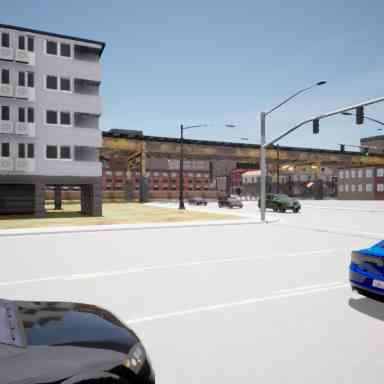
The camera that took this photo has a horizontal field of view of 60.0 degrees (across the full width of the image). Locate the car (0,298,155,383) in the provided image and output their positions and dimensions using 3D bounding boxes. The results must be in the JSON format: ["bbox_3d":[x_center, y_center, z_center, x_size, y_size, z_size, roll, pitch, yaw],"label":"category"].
[{"bbox_3d":[-2.418,1.564,2.758,4.181,1.385,1.994,0,0,-32],"label":"car"}]

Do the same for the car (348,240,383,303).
[{"bbox_3d":[5.560,1.478,6.910,5.008,1.535,1.882,0,0,-25],"label":"car"}]

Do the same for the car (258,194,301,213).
[{"bbox_3d":[9.651,1.222,37.283,2.150,2.045,5.566,0,0,-26],"label":"car"}]

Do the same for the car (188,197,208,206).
[{"bbox_3d":[0.858,1.547,55.887,2.033,1.411,5.357,0,0,-20],"label":"car"}]

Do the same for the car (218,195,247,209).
[{"bbox_3d":[5.278,1.526,46.437,1.812,1.442,4.674,0,0,-25],"label":"car"}]
